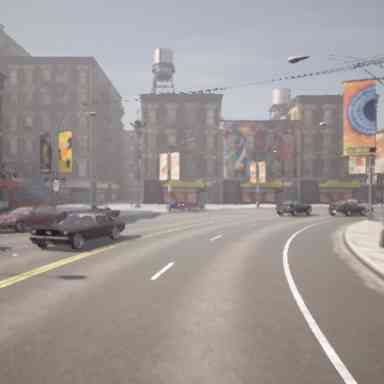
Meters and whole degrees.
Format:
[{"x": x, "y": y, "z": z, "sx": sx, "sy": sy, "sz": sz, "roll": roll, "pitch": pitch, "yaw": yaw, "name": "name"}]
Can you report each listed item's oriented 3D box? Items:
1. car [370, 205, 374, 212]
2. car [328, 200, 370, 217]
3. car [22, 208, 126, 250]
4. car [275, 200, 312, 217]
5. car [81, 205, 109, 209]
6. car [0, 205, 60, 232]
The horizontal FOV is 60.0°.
[{"x": 19.266, "y": 1.632, "z": 39.208, "sx": 4.674, "sy": 1.442, "sz": 1.812, "roll": 0, "pitch": 0, "yaw": -26, "name": "car"}, {"x": 15.255, "y": 1.593, "z": 32.720, "sx": 4.892, "sy": 1.490, "sz": 1.837, "roll": 0, "pitch": 0, "yaw": -39, "name": "car"}, {"x": -4.846, "y": 1.630, "z": 14.783, "sx": 1.895, "sy": 1.301, "sz": 4.718, "roll": 0, "pitch": 0, "yaw": 17, "name": "car"}, {"x": 10.114, "y": 1.576, "z": 32.895, "sx": 2.128, "sy": 1.511, "sz": 4.902, "roll": 0, "pitch": 0, "yaw": 45, "name": "car"}, {"x": -7.792, "y": 1.646, "z": 25.787, "sx": 1.895, "sy": 1.301, "sz": 4.718, "roll": 0, "pitch": 0, "yaw": 29, "name": "car"}, {"x": -9.946, "y": 1.557, "z": 20.477, "sx": 2.002, "sy": 1.452, "sz": 4.674, "roll": 0, "pitch": 0, "yaw": 19, "name": "car"}]
